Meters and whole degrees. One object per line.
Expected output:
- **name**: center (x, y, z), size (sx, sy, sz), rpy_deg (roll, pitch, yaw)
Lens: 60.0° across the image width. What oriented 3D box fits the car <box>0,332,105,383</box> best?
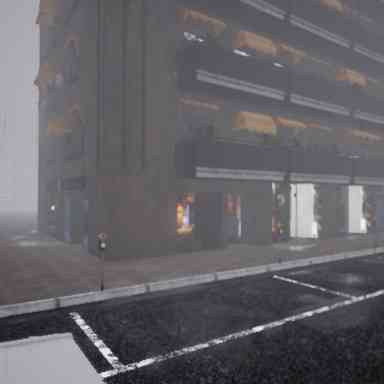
- **car**: center (-2.704, 1.607, 1.446), size (4.718, 1.301, 1.895), rpy_deg (1, -1, -33)
